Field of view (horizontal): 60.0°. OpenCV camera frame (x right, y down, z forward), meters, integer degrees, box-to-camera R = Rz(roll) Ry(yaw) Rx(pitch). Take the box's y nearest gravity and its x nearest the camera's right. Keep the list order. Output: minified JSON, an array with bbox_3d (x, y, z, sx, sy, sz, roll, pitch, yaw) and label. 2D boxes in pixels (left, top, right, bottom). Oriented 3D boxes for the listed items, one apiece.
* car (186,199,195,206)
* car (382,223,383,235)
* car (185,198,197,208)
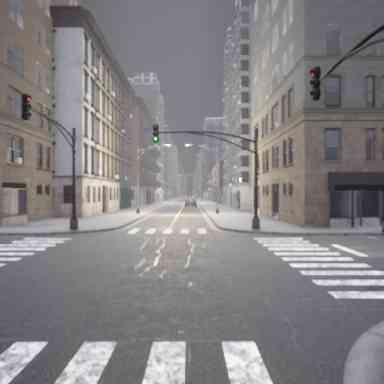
[{"bbox_3d":[-0.260,2.109,69.015,1.812,1.442,4.674,0,-1,0],"label":"car"},{"bbox_3d":[11.694,1.661,16.216,4.507,1.381,1.887,0,0,0],"label":"car"},{"bbox_3d":[-0.196,1.850,59.326,2.097,1.767,4.553,0,0,0],"label":"car"}]
